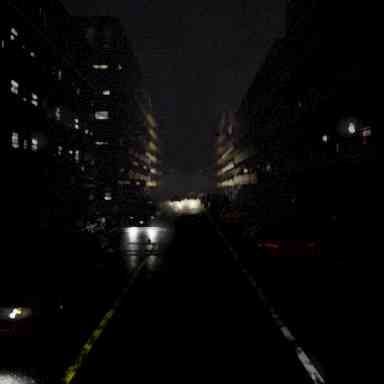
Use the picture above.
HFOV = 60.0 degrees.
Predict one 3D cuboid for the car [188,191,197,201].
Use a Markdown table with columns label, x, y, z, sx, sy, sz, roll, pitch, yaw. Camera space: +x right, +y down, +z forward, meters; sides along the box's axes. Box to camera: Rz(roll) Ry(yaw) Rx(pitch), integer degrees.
| label | x | y | z | sx | sy | sz | roll | pitch | yaw |
| --- | --- | --- | --- | --- | --- | --- | --- | --- | --- |
| car | -0.007 | 1.141 | 73.428 | 1.812 | 1.442 | 4.674 | 0 | 0 | 0 |

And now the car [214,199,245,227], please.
| label | x | y | z | sx | sy | sz | roll | pitch | yaw |
| --- | --- | --- | --- | --- | --- | --- | --- | --- | --- |
| car | 2.678 | 1.452 | 22.167 | 1.752 | 1.417 | 4.829 | -1 | 0 | 0 |

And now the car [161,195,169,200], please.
| label | x | y | z | sx | sy | sz | roll | pitch | yaw |
| --- | --- | --- | --- | --- | --- | --- | --- | --- | --- |
| car | -5.706 | 1.381 | 61.239 | 1.802 | 1.307 | 4.206 | -1 | 0 | 0 |

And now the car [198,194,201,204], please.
| label | x | y | z | sx | sy | sz | roll | pitch | yaw |
| --- | --- | --- | --- | --- | --- | --- | --- | --- | --- |
| car | 2.355 | 1.296 | 55.241 | 1.882 | 1.535 | 5.008 | 0 | 0 | 0 |

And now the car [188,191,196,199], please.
| label | x | y | z | sx | sy | sz | roll | pitch | yaw |
| --- | --- | --- | --- | --- | --- | --- | --- | --- | --- |
| car | -0.008 | 0.804 | 90.823 | 2.150 | 2.045 | 5.566 | 0 | 0 | 0 |

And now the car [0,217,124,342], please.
| label | x | y | z | sx | sy | sz | roll | pitch | yaw |
| --- | --- | --- | --- | --- | --- | --- | --- | --- | --- |
| car | -3.067 | 1.524 | 6.995 | 2.033 | 1.411 | 5.357 | 0 | 0 | 0 |

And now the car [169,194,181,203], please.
| label | x | y | z | sx | sy | sz | roll | pitch | yaw |
| --- | --- | --- | --- | --- | --- | --- | --- | --- | --- |
| car | -3.035 | 1.272 | 62.973 | 1.882 | 1.535 | 5.008 | 0 | 0 | 1 |

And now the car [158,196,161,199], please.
| label | x | y | z | sx | sy | sz | roll | pitch | yaw |
| --- | --- | --- | --- | --- | --- | --- | --- | --- | --- |
| car | -5.712 | 1.404 | 44.434 | 2.008 | 1.369 | 4.403 | -1 | 0 | 0 |

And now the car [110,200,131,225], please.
| label | x | y | z | sx | sy | sz | roll | pitch | yaw |
| --- | --- | --- | --- | --- | --- | --- | --- | --- | --- |
| car | -5.669 | 1.478 | 22.025 | 2.008 | 1.369 | 4.403 | -1 | 0 | 0 |

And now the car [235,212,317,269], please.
| label | x | y | z | sx | sy | sz | roll | pitch | yaw |
| --- | --- | --- | --- | --- | --- | --- | --- | --- | --- |
| car | 2.680 | 1.546 | 10.794 | 1.802 | 1.307 | 4.206 | -1 | 0 | 0 |

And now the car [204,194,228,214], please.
| label | x | y | z | sx | sy | sz | roll | pitch | yaw |
| --- | --- | --- | --- | --- | --- | --- | --- | --- | --- |
| car | 2.674 | 1.205 | 33.201 | 2.192 | 1.841 | 5.009 | -1 | 0 | 0 |

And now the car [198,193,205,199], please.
| label | x | y | z | sx | sy | sz | roll | pitch | yaw |
| --- | --- | --- | --- | --- | --- | --- | --- | --- | --- |
| car | 2.669 | 1.133 | 94.823 | 1.967 | 1.590 | 4.097 | -1 | 0 | 0 |

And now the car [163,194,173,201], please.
| label | x | y | z | sx | sy | sz | roll | pitch | yaw |
| --- | --- | --- | --- | --- | --- | --- | --- | --- | --- |
| car | -5.707 | 1.296 | 78.046 | 2.008 | 1.369 | 4.403 | -1 | 0 | 0 |

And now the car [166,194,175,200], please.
| label | x | y | z | sx | sy | sz | roll | pitch | yaw |
| --- | --- | --- | --- | --- | --- | --- | --- | --- | --- |
| car | -5.708 | 1.261 | 89.250 | 2.008 | 1.369 | 4.403 | -1 | 0 | 0 |

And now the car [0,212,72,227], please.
| label | x | y | z | sx | sy | sz | roll | pitch | yaw |
| --- | --- | --- | --- | --- | --- | --- | --- | --- | --- |
| car | -5.668 | 1.546 | 10.822 | 1.802 | 1.307 | 4.206 | -1 | 0 | 0 |

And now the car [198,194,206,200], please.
| label | x | y | z | sx | sy | sz | roll | pitch | yaw |
| --- | --- | --- | --- | --- | --- | --- | --- | --- | --- |
| car | 2.672 | 1.276 | 89.222 | 1.947 | 1.339 | 4.313 | -1 | 0 | 0 |

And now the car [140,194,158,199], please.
| label | x | y | z | sx | sy | sz | roll | pitch | yaw |
| --- | --- | --- | --- | --- | --- | --- | --- | --- | --- |
| car | -5.697 | 1.187 | 38.830 | 2.192 | 1.841 | 5.009 | -1 | 0 | 0 |

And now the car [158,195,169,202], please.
| label | x | y | z | sx | sy | sz | roll | pitch | yaw |
| --- | --- | --- | --- | --- | --- | --- | --- | --- | --- |
| car | -5.706 | 1.363 | 66.842 | 1.802 | 1.307 | 4.206 | -1 | 0 | 0 |

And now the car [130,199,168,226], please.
| label | x | y | z | sx | sy | sz | roll | pitch | yaw |
| --- | --- | --- | --- | --- | --- | --- | --- | --- | --- |
| car | -3.102 | 1.470 | 23.063 | 2.033 | 1.411 | 5.357 | 0 | 0 | 0 |

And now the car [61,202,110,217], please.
| label | x | y | z | sx | sy | sz | roll | pitch | yaw |
| --- | --- | --- | --- | --- | --- | --- | --- | --- | --- |
| car | -5.670 | 1.385 | 16.423 | 1.967 | 1.590 | 4.097 | -1 | 0 | 0 |

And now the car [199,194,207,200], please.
| label | x | y | z | sx | sy | sz | roll | pitch | yaw |
| --- | --- | --- | --- | --- | --- | --- | --- | --- | --- |
| car | 2.672 | 1.253 | 83.789 | 1.752 | 1.417 | 4.829 | -1 | 0 | 0 |

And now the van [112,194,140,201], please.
| label | x | y | z | sx | sy | sz | roll | pitch | yaw |
| --- | --- | --- | --- | --- | --- | --- | --- | --- | --- |
| van | -5.673 | 1.249 | 27.626 | 1.690 | 1.788 | 3.998 | -1 | 0 | 0 |

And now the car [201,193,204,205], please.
| label | x | y | z | sx | sy | sz | roll | pitch | yaw |
| --- | --- | --- | --- | --- | --- | --- | --- | --- | --- |
| car | 2.672 | 1.169 | 44.405 | 2.192 | 1.841 | 5.009 | -1 | 0 | 0 |
